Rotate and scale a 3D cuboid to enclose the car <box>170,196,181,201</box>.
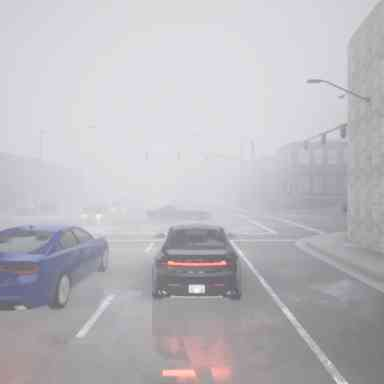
[{"bbox_3d":[-3.211,1.455,65.951,1.882,1.535,5.008,0,0,0],"label":"car"}]

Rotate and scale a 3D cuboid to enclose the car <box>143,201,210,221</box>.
[{"bbox_3d":[-0.932,1.592,24.921,4.718,1.301,1.895,0,0,18],"label":"car"}]

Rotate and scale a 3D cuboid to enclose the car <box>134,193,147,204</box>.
[{"bbox_3d":[-10.335,1.198,65.761,2.150,2.045,5.566,0,0,1],"label":"car"}]

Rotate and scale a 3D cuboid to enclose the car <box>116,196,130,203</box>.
[{"bbox_3d":[-13.814,1.502,67.041,1.812,1.442,4.674,0,0,0],"label":"car"}]

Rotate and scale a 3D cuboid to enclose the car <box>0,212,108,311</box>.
[{"bbox_3d":[-3.401,1.475,7.885,1.882,1.535,5.008,0,0,0],"label":"car"}]

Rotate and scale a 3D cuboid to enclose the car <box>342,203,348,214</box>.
[{"bbox_3d":[14.995,1.006,27.476,5.008,1.535,1.882,-5,0,0],"label":"car"}]

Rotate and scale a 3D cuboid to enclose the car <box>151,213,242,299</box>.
[{"bbox_3d":[0.103,1.502,8.431,1.837,1.490,4.892,0,0,0],"label":"car"}]

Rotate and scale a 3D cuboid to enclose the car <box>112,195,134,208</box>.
[{"bbox_3d":[-10.455,1.335,49.089,2.097,1.767,4.553,0,0,0],"label":"car"}]

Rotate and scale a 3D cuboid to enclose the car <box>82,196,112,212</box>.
[{"bbox_3d":[-10.496,1.513,36.513,1.812,1.442,4.674,0,0,0],"label":"car"}]

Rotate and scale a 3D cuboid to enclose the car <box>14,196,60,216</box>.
[{"bbox_3d":[-15.075,1.339,32.567,2.097,1.767,4.553,0,0,13],"label":"car"}]

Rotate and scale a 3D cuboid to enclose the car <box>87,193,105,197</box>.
[{"bbox_3d":[-13.964,1.205,47.992,2.150,2.045,5.566,0,0,0],"label":"car"}]
